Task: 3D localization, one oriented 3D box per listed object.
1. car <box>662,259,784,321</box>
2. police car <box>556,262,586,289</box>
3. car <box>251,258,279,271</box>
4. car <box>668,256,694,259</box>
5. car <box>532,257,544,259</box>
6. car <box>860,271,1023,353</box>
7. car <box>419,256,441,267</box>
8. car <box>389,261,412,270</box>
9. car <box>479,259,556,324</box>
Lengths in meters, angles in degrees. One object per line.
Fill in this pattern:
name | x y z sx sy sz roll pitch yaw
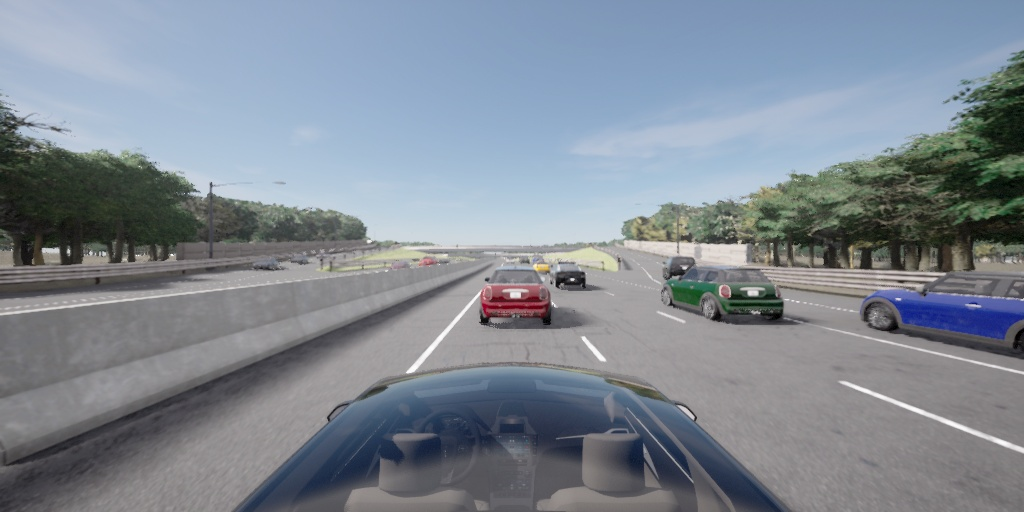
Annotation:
car | 7.101 1.120 12.687 2.097 1.767 4.553 0 0 0
police car | 3.594 1.210 23.922 1.930 1.638 5.238 0 0 0
car | -29.736 1.010 43.335 1.837 1.490 4.892 0 1 -19
car | 14.203 1.080 30.442 2.150 2.045 5.566 1 -1 17
car | 3.526 1.273 43.734 1.801 1.575 5.366 0 0 0
car | 10.678 1.112 8.038 2.097 1.767 4.553 0 0 1
car | -14.235 0.984 61.577 2.150 2.045 5.566 0 0 0
car | -14.169 1.343 45.744 1.812 1.442 4.674 0 0 0
car | 0.101 1.118 12.155 2.097 1.767 4.553 0 0 0
